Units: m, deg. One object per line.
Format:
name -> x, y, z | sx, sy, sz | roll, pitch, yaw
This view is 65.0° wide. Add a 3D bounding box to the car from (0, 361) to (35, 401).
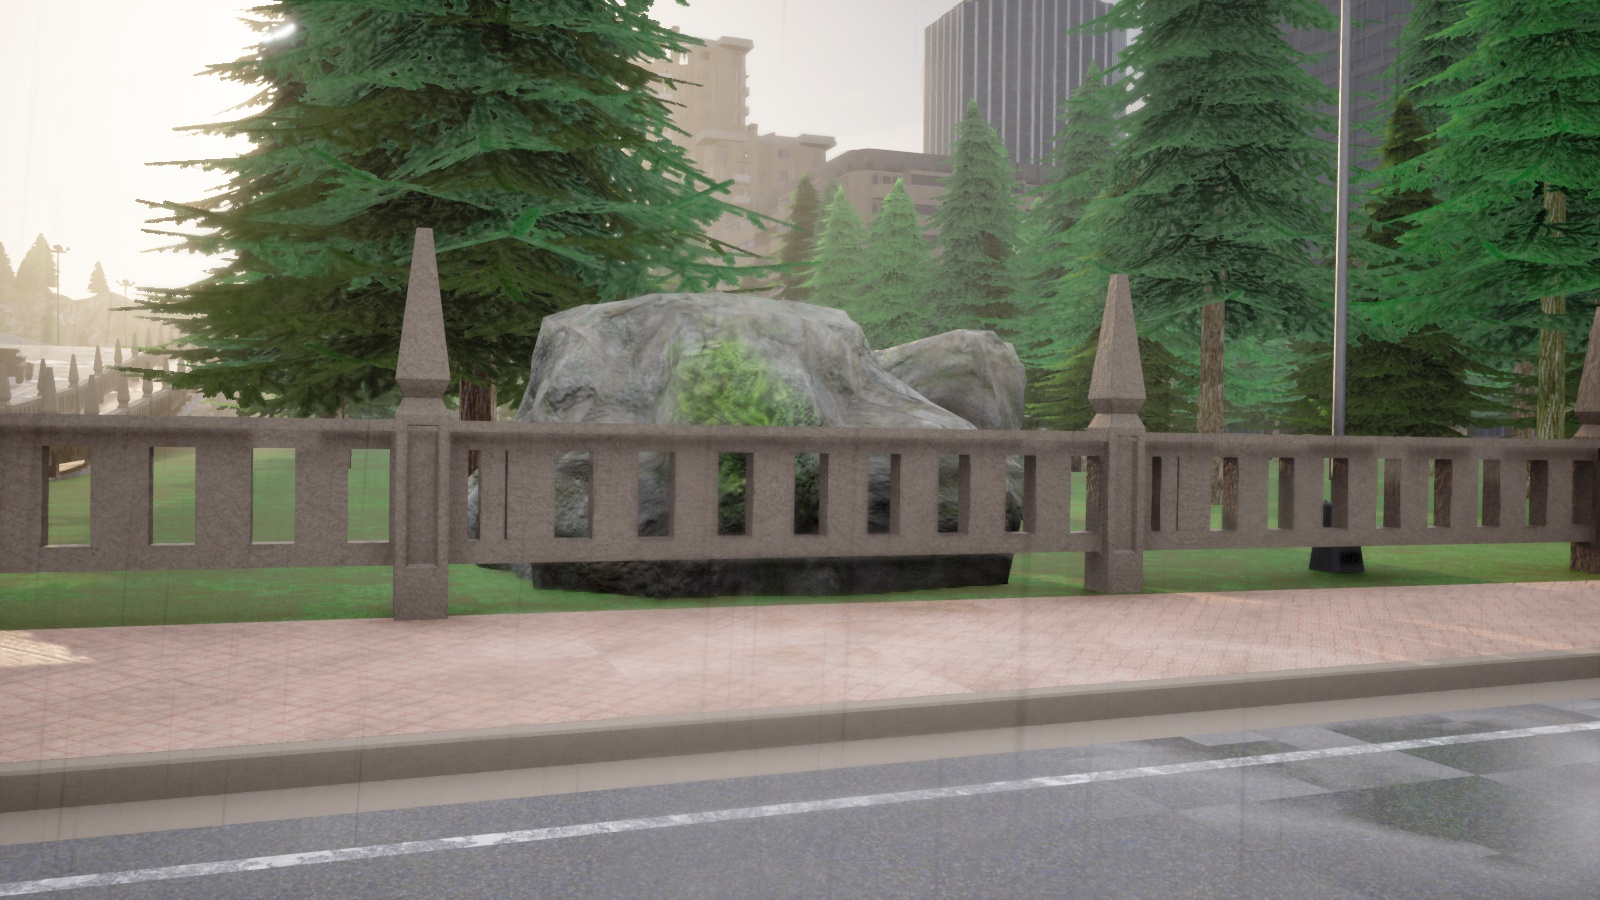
car -> -43.125, -3.751, 68.297 | 1.905, 1.878, 3.866 | -1, 8, -21
